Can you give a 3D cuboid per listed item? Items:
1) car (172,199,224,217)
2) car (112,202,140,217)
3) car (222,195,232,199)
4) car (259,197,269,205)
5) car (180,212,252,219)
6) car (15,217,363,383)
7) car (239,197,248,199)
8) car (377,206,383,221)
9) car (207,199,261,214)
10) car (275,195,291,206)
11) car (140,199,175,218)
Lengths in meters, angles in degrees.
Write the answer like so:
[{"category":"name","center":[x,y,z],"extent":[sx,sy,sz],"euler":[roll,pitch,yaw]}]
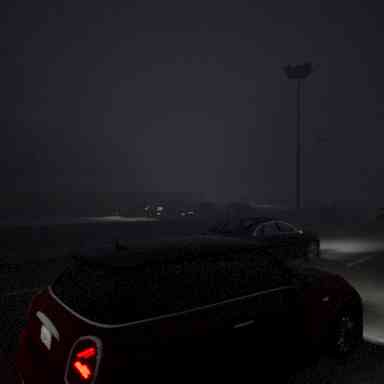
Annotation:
[{"category":"car","center":[0.722,1.640,29.666],"extent":[1.837,1.490,4.892],"euler":[0,0,37]},{"category":"car","center":[-5.325,1.679,33.089],"extent":[2.033,1.411,5.357],"euler":[0,0,38]},{"category":"car","center":[7.454,1.460,71.682],"extent":[1.837,1.490,4.892],"euler":[0,0,-2]},{"category":"car","center":[14.451,1.859,67.625],"extent":[2.128,1.511,4.902],"euler":[0,0,4]},{"category":"car","center":[2.228,1.546,10.516],"extent":[4.902,1.511,2.128],"euler":[0,0,-42]},{"category":"car","center":[0.324,1.373,4.388],"extent":[4.553,1.767,2.097],"euler":[0,0,-38]},{"category":"car","center":[10.947,1.716,71.381],"extent":[1.994,1.385,4.181],"euler":[0,0,1]},{"category":"car","center":[17.027,1.783,28.447],"extent":[1.895,1.301,4.718],"euler":[0,0,32]},{"category":"car","center":[3.580,1.640,27.657],"extent":[1.837,1.490,4.892],"euler":[0,0,37]},{"category":"car","center":[17.831,1.574,65.405],"extent":[2.150,2.045,5.566],"euler":[0,0,5]},{"category":"car","center":[-2.334,1.485,31.446],"extent":[2.097,1.767,4.553],"euler":[0,0,37]}]
